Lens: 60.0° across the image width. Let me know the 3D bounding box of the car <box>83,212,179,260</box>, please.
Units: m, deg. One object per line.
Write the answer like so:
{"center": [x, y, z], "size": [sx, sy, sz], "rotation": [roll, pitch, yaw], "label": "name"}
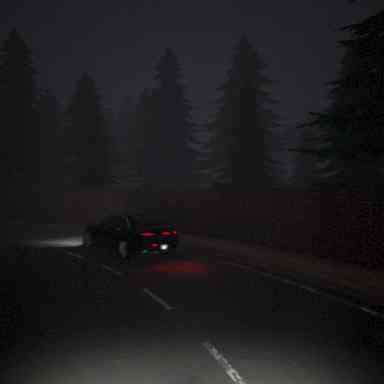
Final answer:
{"center": [-2.465, 1.514, 12.620], "size": [1.837, 1.490, 4.892], "rotation": [2, -1, -40], "label": "car"}
